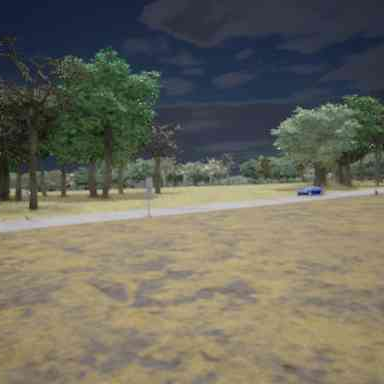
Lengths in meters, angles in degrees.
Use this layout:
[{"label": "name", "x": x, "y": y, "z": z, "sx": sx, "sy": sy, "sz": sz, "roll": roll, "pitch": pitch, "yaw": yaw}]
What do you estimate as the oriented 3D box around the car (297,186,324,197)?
[{"label": "car", "x": 17.182, "y": -0.108, "z": 48.152, "sx": 5.008, "sy": 1.535, "sz": 1.882, "roll": -3, "pitch": 2, "yaw": -38}]
